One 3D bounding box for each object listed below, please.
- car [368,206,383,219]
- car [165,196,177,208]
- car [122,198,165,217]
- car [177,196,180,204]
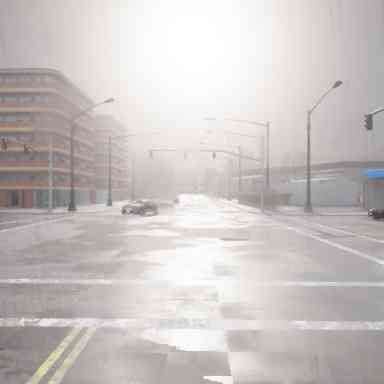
[{"bbox_3d":[16.630,1.505,26.469,4.892,1.490,1.837,0,0,0],"label":"car"},{"bbox_3d":[-3.553,1.526,47.334,1.812,1.442,4.674,0,0,0],"label":"car"},{"bbox_3d":[-4.796,1.465,31.686,2.128,1.511,4.902,0,0,20],"label":"car"},{"bbox_3d":[-3.481,1.477,65.645,1.882,1.535,5.008,0,0,1],"label":"car"}]
